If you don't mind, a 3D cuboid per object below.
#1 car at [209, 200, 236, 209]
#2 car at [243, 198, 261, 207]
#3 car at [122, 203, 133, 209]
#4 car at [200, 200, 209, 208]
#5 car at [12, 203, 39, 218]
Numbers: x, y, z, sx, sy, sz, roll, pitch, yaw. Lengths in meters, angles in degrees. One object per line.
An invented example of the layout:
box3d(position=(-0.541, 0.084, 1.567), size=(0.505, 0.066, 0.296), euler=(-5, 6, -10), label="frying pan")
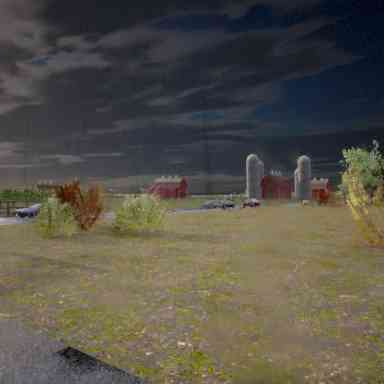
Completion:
box3d(position=(5.446, 2.014, 54.897), size=(2.128, 1.511, 4.902), euler=(-1, -1, 36), label="car")
box3d(position=(11.456, 1.989, 63.298), size=(2.097, 1.767, 4.553), euler=(-1, -1, 36), label="car")
box3d(position=(-6.706, 1.636, 44.314), size=(2.150, 2.045, 5.566), euler=(-1, -2, 36), label="car")
box3d(position=(3.338, 2.104, 58.098), size=(1.837, 1.490, 4.892), euler=(-1, -2, 36), label="car")
box3d(position=(-14.788, 1.809, 33.120), size=(2.033, 1.411, 5.357), euler=(-1, -1, 36), label="car")
